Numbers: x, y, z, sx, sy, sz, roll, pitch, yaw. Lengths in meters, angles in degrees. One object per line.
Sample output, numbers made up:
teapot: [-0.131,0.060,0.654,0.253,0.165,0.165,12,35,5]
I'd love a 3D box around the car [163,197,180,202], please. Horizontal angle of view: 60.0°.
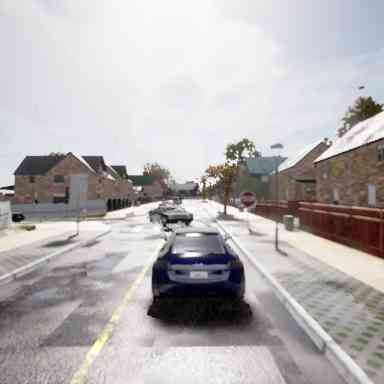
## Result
car: [-2.856,1.700,40.527,1.994,1.385,4.181,0,0,0]

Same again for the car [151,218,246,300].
car: [0.107,1.581,8.468,1.994,1.385,4.181,0,0,-1]

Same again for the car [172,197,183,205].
car: [-2.785,1.789,64.764,1.837,1.490,4.892,0,-1,0]

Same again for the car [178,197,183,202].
car: [-2.849,1.540,50.498,2.097,1.767,4.553,0,0,0]

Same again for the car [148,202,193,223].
car: [-1.607,1.577,22.711,1.895,1.301,4.718,0,0,-22]

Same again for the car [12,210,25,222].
car: [-15.169,1.759,25.684,4.181,1.385,1.994,-1,-3,8]

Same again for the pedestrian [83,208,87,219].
pedestrian: [-9.918,1.897,30.910,0.500,1.100,0.500,0,-2,5]
